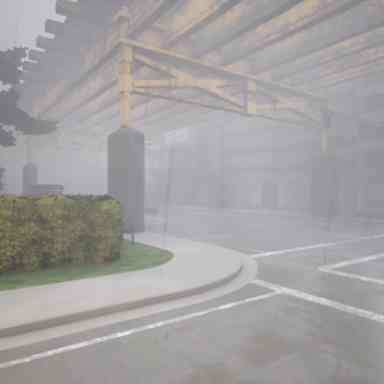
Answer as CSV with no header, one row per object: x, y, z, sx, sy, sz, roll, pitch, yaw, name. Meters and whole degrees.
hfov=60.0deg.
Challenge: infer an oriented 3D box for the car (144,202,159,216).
-5.078,1.578,32.135,1.895,1.301,4.718,0,0,-36,car
